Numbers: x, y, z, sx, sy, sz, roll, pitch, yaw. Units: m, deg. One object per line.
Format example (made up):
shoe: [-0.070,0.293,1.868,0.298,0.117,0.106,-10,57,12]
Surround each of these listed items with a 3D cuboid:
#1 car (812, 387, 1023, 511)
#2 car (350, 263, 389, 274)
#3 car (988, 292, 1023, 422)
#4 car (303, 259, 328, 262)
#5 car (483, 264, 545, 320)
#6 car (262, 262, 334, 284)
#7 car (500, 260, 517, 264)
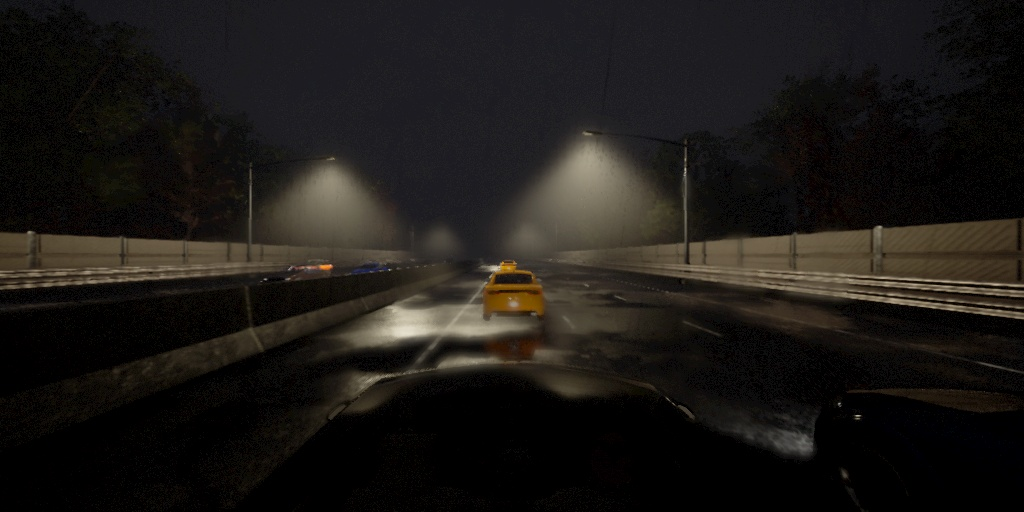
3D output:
car: [3.591,1.313,1.351,1.994,1.385,4.181,0,0,0]
car: [-10.805,1.285,27.539,1.812,1.442,4.674,0,0,-1]
car: [7.092,1.227,2.126,1.882,1.535,5.008,0,0,0]
car: [-17.876,1.112,32.043,2.097,1.767,4.553,0,0,-1]
car: [0.052,1.232,12.680,1.882,1.535,5.008,0,0,0]
car: [-14.258,1.306,24.216,2.033,1.411,5.357,0,0,-1]
car: [-0.418,1.244,43.515,1.882,1.535,5.008,0,0,-1]
